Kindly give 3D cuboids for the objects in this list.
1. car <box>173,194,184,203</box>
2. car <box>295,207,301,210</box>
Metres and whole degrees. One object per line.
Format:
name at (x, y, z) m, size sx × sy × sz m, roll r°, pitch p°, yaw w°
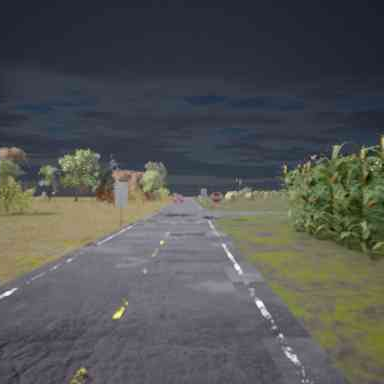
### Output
car at (-3.196, 1.597, 78.552) m, size 2.150 × 2.045 × 5.566 m, roll 0°, pitch 0°, yaw -1°
car at (13.958, 1.528, 35.917) m, size 5.357 × 1.411 × 2.033 m, roll -1°, pitch -1°, yaw -1°
